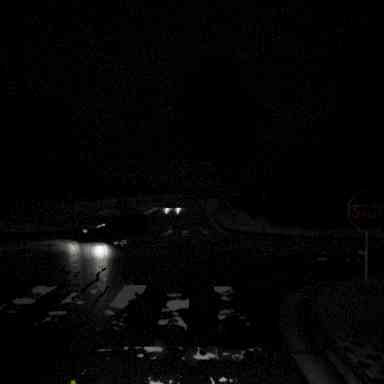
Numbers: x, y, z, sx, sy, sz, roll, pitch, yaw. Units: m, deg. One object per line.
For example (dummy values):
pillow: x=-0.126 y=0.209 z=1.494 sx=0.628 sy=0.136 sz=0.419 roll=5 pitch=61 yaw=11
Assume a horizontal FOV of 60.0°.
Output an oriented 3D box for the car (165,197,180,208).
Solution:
car: x=-2.704 y=1.403 z=47.339 sx=1.882 sy=1.535 sz=5.008 roll=0 pitch=0 yaw=0

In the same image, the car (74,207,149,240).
car: x=-3.852 y=1.488 z=16.911 sx=1.812 sy=1.442 sz=4.674 roll=2 pitch=0 yaw=22
